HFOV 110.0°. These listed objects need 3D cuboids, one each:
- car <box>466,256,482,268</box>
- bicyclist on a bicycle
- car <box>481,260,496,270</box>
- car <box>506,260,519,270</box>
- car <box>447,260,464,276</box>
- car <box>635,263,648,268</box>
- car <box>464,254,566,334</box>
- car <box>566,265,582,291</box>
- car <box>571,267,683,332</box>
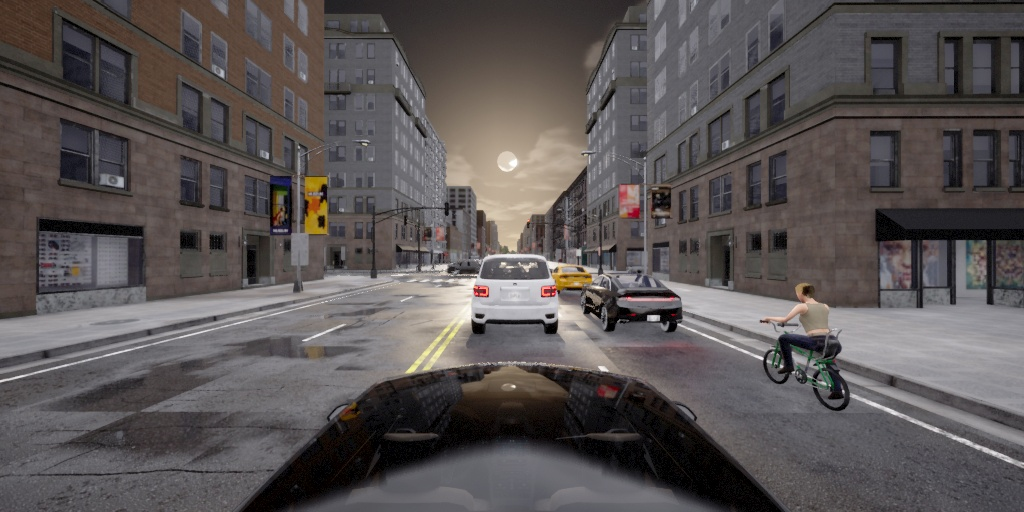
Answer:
[{"bbox_3d":[-6.690,0.996,64.036,2.150,2.045,5.566,0,0,0],"label":"car"},{"bbox_3d":[4.129,1.187,5.133,0.866,1.612,1.509,0,0,0],"label":"bicyclist on a bicycle"},{"bbox_3d":[-3.444,1.335,53.082,1.994,1.385,4.181,0,0,0],"label":"car"},{"bbox_3d":[0.052,1.373,55.939,1.895,1.301,4.718,0,0,-1],"label":"car"},{"bbox_3d":[-3.993,1.261,35.801,4.892,1.490,1.837,0,0,0],"label":"car"},{"bbox_3d":[14.974,1.413,38.708,4.718,1.301,1.895,0,0,1],"label":"car"},{"bbox_3d":[0.079,0.973,10.750,2.150,2.045,5.566,0,0,0],"label":"car"},{"bbox_3d":[3.211,1.233,20.311,1.882,1.535,5.008,0,0,0],"label":"car"},{"bbox_3d":[3.323,1.243,10.821,2.128,1.511,4.902,0,0,0],"label":"car"}]
